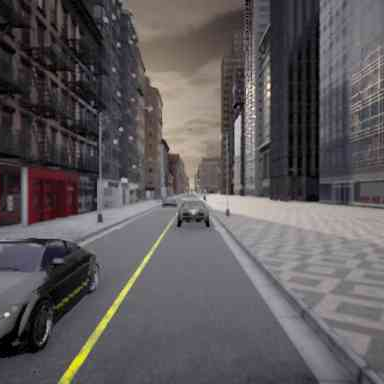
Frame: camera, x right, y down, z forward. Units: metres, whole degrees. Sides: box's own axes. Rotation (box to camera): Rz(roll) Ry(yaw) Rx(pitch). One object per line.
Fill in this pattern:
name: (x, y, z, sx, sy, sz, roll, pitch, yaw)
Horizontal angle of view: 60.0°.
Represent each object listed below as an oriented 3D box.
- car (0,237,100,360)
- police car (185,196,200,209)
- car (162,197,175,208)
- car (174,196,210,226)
car: (-3.102, 1.552, 5.969, 1.994, 1.385, 4.181, 0, 0, 0)
police car: (0.072, 1.346, 44.980, 1.930, 1.638, 5.238, 0, 0, 0)
car: (-3.100, 1.466, 46.339, 2.033, 1.411, 5.357, 0, 0, 0)
car: (0.089, 1.308, 23.016, 2.097, 1.767, 4.553, 0, 0, 0)
